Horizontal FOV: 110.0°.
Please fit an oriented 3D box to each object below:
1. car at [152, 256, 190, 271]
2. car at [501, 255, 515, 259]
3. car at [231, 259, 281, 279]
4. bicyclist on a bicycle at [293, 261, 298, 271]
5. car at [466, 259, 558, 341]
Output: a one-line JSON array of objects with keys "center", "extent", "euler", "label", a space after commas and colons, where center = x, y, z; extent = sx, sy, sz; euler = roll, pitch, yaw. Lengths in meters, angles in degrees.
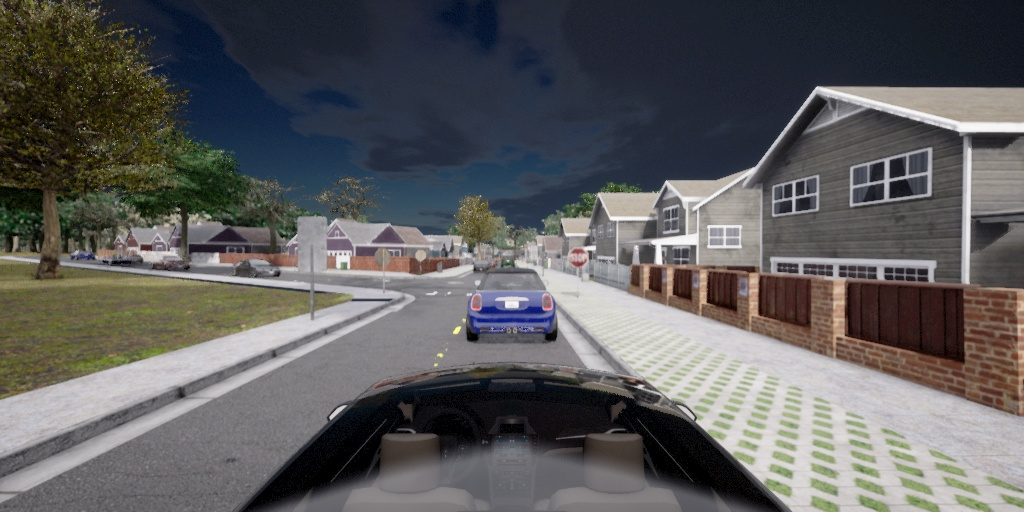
[{"center": [-34.697, 0.734, 36.430], "extent": [4.674, 1.442, 1.812], "euler": [1, 1, 29], "label": "car"}, {"center": [-0.663, 0.933, 58.917], "extent": [2.150, 2.045, 5.566], "euler": [0, 0, -1], "label": "car"}, {"center": [-20.472, 0.964, 28.596], "extent": [4.674, 1.442, 1.812], "euler": [1, 1, 29], "label": "car"}, {"center": [-20.793, 0.623, 35.462], "extent": [0.582, 1.620, 1.656], "euler": [1, 1, 29], "label": "bicyclist on a bicycle"}, {"center": [-0.017, 1.087, 10.004], "extent": [2.097, 1.767, 4.553], "euler": [0, 0, 0], "label": "car"}]
